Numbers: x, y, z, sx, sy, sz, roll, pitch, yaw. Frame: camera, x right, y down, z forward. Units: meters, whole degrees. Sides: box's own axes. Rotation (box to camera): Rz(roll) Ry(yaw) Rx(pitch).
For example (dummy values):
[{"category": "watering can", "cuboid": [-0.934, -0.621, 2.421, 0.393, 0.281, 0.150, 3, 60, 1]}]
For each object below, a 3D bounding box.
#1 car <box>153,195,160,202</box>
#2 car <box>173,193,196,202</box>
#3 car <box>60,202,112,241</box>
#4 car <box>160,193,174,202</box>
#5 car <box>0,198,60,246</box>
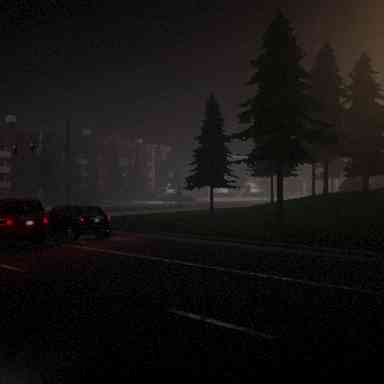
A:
[{"category": "car", "cuboid": [-6.984, 1.492, 77.201, 1.837, 1.490, 4.892, 0, 0, 35]}, {"category": "car", "cuboid": [-1.252, 1.532, 73.183, 2.033, 1.411, 5.357, 0, 0, 35]}, {"category": "car", "cuboid": [-6.212, 1.363, 16.898, 4.553, 1.767, 2.097, 0, 0, 36]}, {"category": "car", "cuboid": [-4.135, 1.217, 75.167, 2.150, 2.045, 5.566, 0, 0, 35]}, {"category": "car", "cuboid": [-8.293, 1.255, 14.084, 5.566, 2.045, 2.150, 0, 0, 36]}]
